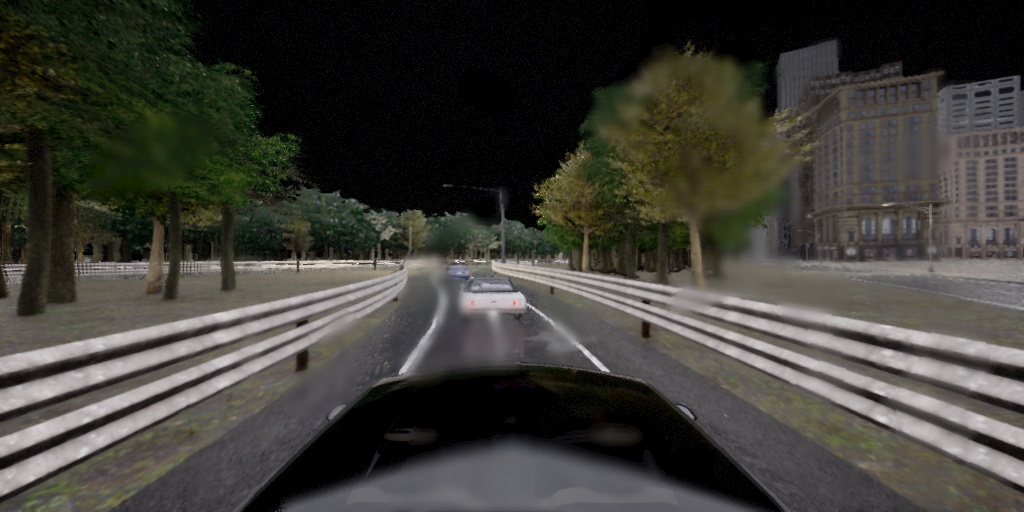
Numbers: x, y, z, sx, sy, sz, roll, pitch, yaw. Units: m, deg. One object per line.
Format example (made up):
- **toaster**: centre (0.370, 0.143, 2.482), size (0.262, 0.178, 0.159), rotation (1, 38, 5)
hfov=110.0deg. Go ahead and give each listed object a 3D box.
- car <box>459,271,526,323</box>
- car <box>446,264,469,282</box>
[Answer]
- **car**: centre (-0.784, 1.390, 12.441), size (1.895, 1.301, 4.718), rotation (0, 0, -7)
- **car**: centre (-4.561, 1.348, 30.234), size (2.033, 1.411, 5.357), rotation (0, 0, -12)
